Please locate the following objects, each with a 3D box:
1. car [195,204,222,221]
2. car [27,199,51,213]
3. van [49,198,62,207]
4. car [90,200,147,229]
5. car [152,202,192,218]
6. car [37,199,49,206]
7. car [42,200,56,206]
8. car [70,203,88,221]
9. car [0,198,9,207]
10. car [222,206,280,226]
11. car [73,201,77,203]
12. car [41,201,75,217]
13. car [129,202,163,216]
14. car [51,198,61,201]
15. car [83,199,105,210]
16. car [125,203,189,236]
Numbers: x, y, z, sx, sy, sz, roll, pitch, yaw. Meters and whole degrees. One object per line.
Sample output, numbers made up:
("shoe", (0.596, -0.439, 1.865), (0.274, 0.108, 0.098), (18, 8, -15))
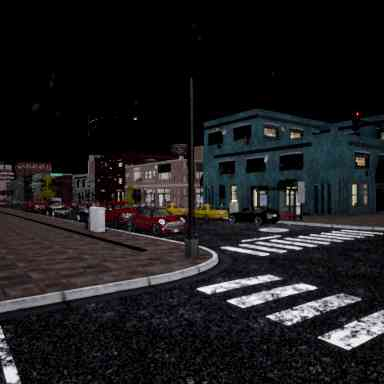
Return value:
("car", (1.178, 1.753, 29.901), (1.752, 1.417, 4.829), (-1, 0, -36))
("car", (-22.264, 1.952, 47.551), (2.192, 1.841, 5.009), (-1, 0, -36))
("van", (-28.983, 2.174, 70.673), (1.690, 1.788, 3.998), (-1, 0, -36))
("car", (-5.454, 1.616, 24.824), (2.192, 1.841, 5.009), (-1, 0, -36))
("car", (-2.184, 1.821, 34.446), (1.752, 1.417, 4.829), (-1, 0, -36))
("car", (-35.803, 2.495, 79.901), (1.752, 1.417, 4.829), (-1, 0, -36))
("car", (-32.340, 2.445, 75.219), (1.887, 1.381, 4.507), (-1, 0, -36))
("car", (-8.811, 1.919, 29.370), (2.008, 1.369, 4.403), (-1, 0, -36))
("car", (-42.470, 2.358, 74.798), (2.192, 1.841, 5.009), (-1, 0, -36))
("car", (4.643, 1.725, 25.219), (1.947, 1.339, 4.313), (-1, 0, -36))
("car", (-22.254, 2.279, 61.582), (1.802, 1.307, 4.206), (-1, 0, -36))
("car", (-15.535, 2.053, 38.460), (2.008, 1.369, 4.403), (-1, 0, -36))
("car", (-5.445, 1.911, 38.855), (2.008, 1.369, 4.403), (-1, 0, -36))
("car", (-25.297, 2.265, 61.343), (1.812, 1.442, 4.674), (-1, 0, -35))
("car", (-15.533, 2.003, 52.491), (1.967, 1.590, 4.097), (-1, 0, -36))
("car", (-2.089, 1.674, 20.279), (1.967, 1.590, 4.097), (-1, 0, -36))
